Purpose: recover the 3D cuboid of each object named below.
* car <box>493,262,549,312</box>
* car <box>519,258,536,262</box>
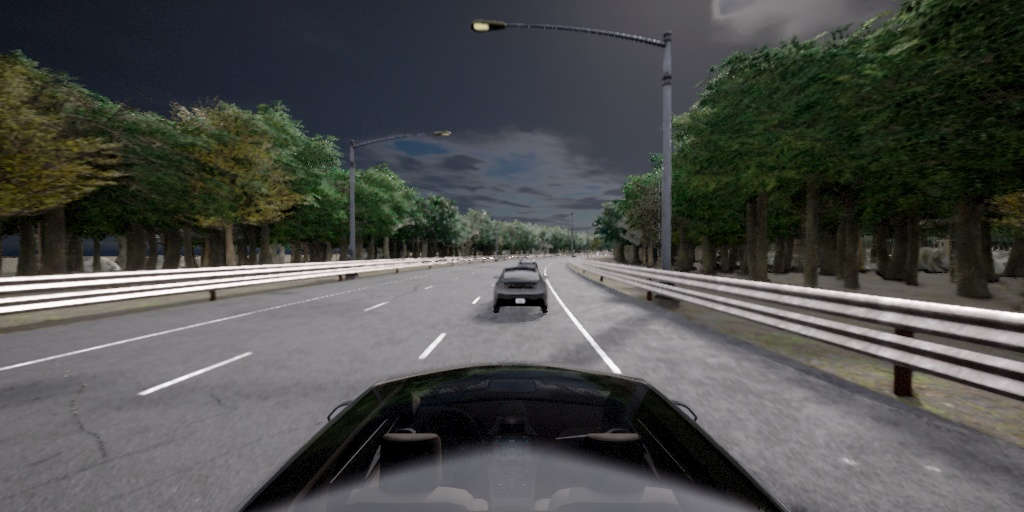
[{"bbox_3d":[0.336,1.138,13.584,1.837,1.490,4.892,0,0,2],"label":"car"},{"bbox_3d":[1.492,0.950,33.708,2.128,1.511,4.902,0,0,5],"label":"car"}]
